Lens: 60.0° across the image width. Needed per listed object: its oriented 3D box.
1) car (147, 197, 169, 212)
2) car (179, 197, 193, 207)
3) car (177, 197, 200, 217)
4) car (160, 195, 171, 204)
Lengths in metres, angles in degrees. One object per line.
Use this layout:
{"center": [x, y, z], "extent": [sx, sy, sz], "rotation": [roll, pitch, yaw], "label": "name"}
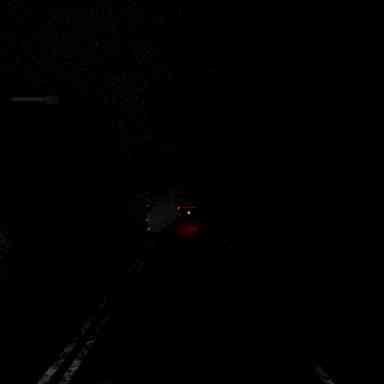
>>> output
{"center": [-3.971, 1.542, 37.657], "extent": [1.895, 1.301, 4.718], "rotation": [0, 0, -2], "label": "car"}
{"center": [-0.896, 1.424, 47.975], "extent": [1.994, 1.385, 4.181], "rotation": [0, 1, -2], "label": "car"}
{"center": [-0.324, 1.480, 30.453], "extent": [1.837, 1.490, 4.892], "rotation": [0, 0, -1], "label": "car"}
{"center": [-4.564, 1.309, 54.348], "extent": [1.812, 1.442, 4.674], "rotation": [0, 1, -2], "label": "car"}
